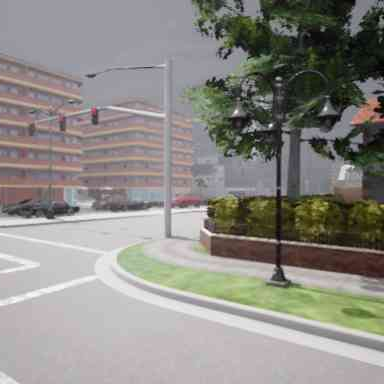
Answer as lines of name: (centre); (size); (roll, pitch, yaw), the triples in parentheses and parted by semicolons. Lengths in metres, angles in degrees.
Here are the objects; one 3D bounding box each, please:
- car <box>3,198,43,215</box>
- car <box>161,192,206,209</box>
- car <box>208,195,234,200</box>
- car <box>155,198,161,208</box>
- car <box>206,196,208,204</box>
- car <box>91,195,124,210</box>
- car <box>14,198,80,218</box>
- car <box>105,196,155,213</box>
car: (-14.568, 1.335, 30.461); (1.837, 1.490, 4.892); (0, 0, 36)
car: (-0.999, 1.073, 43.191); (2.150, 2.045, 5.566); (0, 0, 36)
car: (5.039, 1.205, 51.467); (2.097, 1.767, 4.553); (0, 0, 36)
car: (-3.937, 1.433, 45.109); (1.895, 1.301, 4.718); (0, 0, 36)
car: (2.101, 1.358, 53.379); (1.812, 1.442, 4.674); (0, 0, 36)
car: (-9.177, 1.183, 37.883); (2.097, 1.767, 4.553); (0, 0, 35)
car: (-11.962, 1.451, 28.132); (1.895, 1.301, 4.718); (0, 0, 33)
car: (-6.563, 1.450, 35.538); (1.895, 1.301, 4.718); (0, 0, 36)
